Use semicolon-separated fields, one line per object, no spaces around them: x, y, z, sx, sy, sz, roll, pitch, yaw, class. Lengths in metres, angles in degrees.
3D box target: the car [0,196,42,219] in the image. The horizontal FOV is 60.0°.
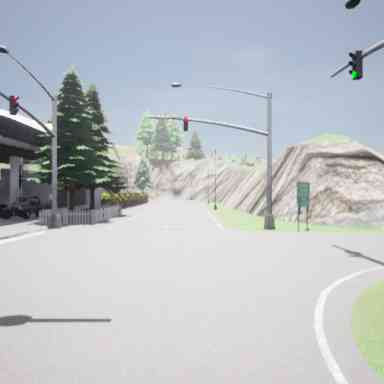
-14.451;1.292;28.675;1.905;1.878;3.866;0;0;-1;car
